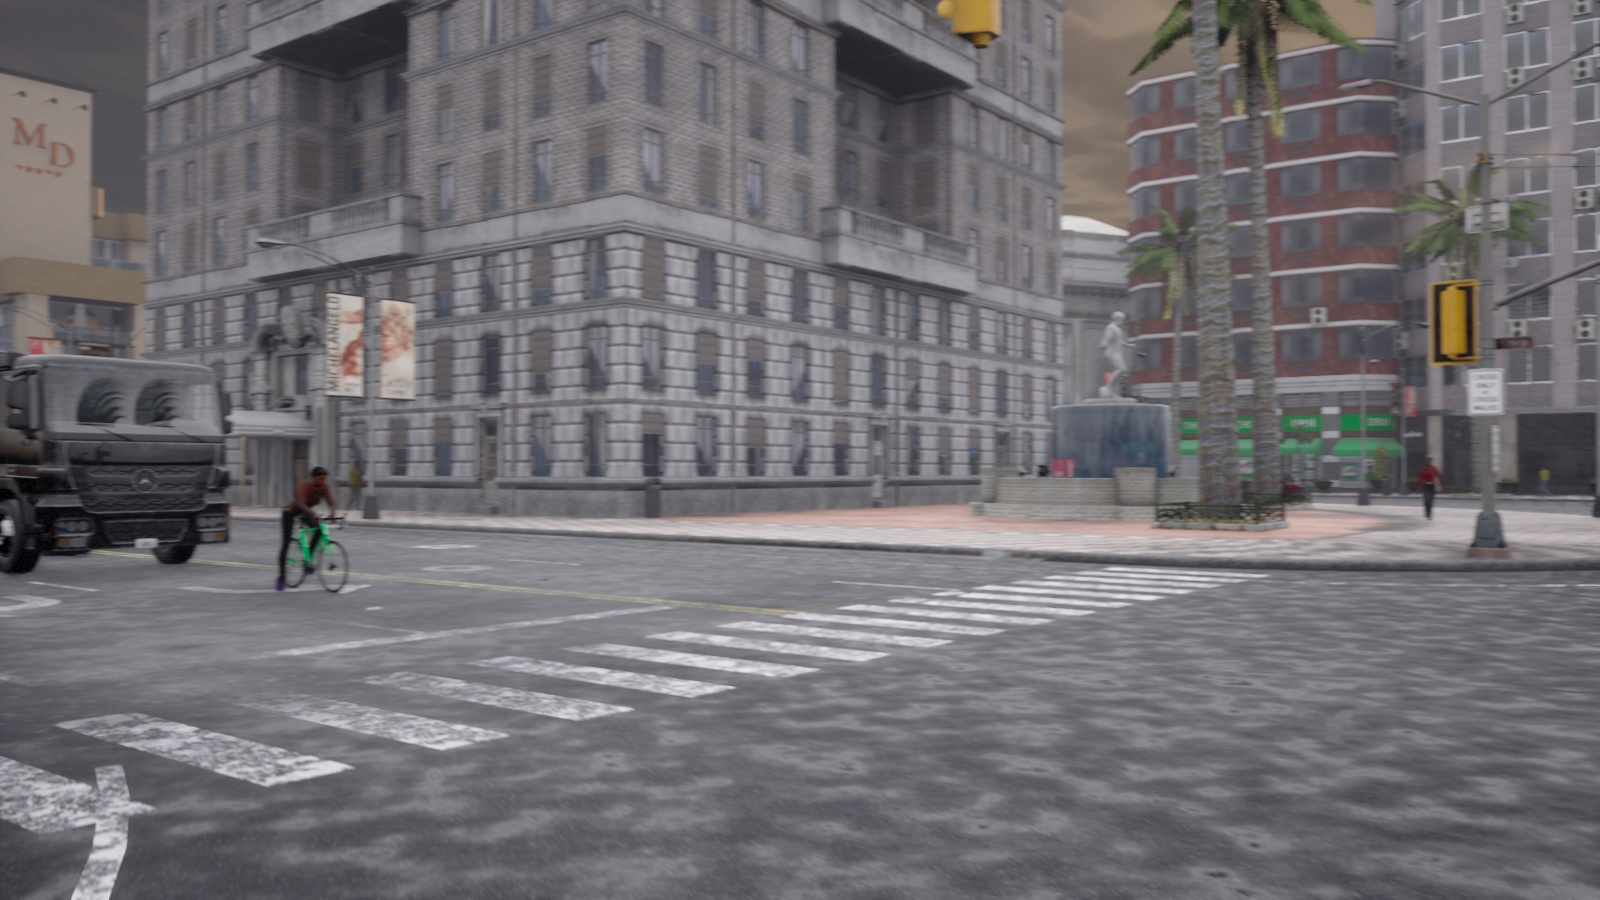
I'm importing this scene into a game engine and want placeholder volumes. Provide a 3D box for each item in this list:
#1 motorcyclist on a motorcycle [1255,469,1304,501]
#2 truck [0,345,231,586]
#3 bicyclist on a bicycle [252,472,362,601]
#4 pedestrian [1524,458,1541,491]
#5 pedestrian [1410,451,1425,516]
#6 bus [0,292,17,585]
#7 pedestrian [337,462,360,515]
[{"bbox_3d":[23.801,1.724,62.397,0.866,1.530,2.191,0,-1,-32],"label":"motorcyclist on a motorcycle"},{"bbox_3d":[-13.254,0.299,21.671,7.936,3.462,2.891,-1,-1,38],"label":"truck"},{"bbox_3d":[-6.492,1.095,16.505,1.656,1.620,0.582,-1,-1,38],"label":"bicyclist on a bicycle"},{"bbox_3d":[41.101,1.351,70.430,0.354,1.836,0.706,0,-1,-28],"label":"pedestrian"},{"bbox_3d":[17.714,0.946,36.009,0.331,1.846,0.636,-1,-1,29],"label":"pedestrian"},{"bbox_3d":[-16.750,-0.099,19.929,10.273,4.253,3.944,-1,-1,37],"label":"bus"},{"bbox_3d":[-15.866,1.336,44.132,0.709,1.840,0.431,-1,-1,40],"label":"pedestrian"}]
